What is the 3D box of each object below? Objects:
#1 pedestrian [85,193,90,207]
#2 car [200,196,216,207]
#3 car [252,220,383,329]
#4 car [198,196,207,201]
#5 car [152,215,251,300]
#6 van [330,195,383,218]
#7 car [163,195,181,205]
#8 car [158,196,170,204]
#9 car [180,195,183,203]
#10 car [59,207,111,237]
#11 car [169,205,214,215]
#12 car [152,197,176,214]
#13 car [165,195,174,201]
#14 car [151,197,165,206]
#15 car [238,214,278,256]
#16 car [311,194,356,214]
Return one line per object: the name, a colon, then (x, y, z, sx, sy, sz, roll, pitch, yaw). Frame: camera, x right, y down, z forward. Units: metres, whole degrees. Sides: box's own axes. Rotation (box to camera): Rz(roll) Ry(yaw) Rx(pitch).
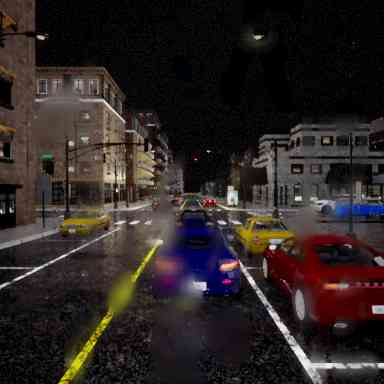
pedestrian: (-12.638, 1.080, 40.256, 0.375, 1.860, 0.375, 0, 0, 0)
car: (2.674, 1.462, 50.846, 1.967, 1.590, 4.097, 0, 0, 0)
car: (2.684, 1.544, 6.980, 1.887, 1.381, 4.507, 0, 0, 0)
car: (2.669, 1.622, 85.027, 2.008, 1.369, 4.403, -1, 0, 0)
car: (0.102, 1.525, 8.263, 1.812, 1.442, 4.674, 0, 0, 0)
van: (14.653, 1.413, 29.143, 3.998, 1.788, 1.690, 0, 0, 0)
car: (-3.104, 1.586, 51.240, 1.994, 1.385, 4.181, 0, 0, 0)
car: (-5.708, 1.595, 67.923, 2.008, 1.369, 4.403, 0, 0, 0)
car: (-3.012, 1.398, 69.381, 2.097, 1.767, 4.553, 0, 0, 0)
car: (-5.699, 1.527, 18.207, 1.752, 1.417, 4.829, 0, 0, 0)
car: (0.097, 1.565, 16.956, 1.994, 1.385, 4.181, 0, 0, 0)
car: (-3.103, 1.586, 35.784, 1.895, 1.301, 4.718, 0, 0, 0)
car: (-5.712, 1.596, 84.843, 1.752, 1.417, 4.829, 0, 0, 0)
car: (-5.706, 1.580, 56.529, 2.008, 1.369, 4.403, 0, 0, 0)
car: (2.683, 1.526, 12.848, 1.752, 1.417, 4.829, 0, 0, 0)
car: (15.478, 1.256, 34.937, 5.566, 2.045, 2.150, 0, 0, 0)
